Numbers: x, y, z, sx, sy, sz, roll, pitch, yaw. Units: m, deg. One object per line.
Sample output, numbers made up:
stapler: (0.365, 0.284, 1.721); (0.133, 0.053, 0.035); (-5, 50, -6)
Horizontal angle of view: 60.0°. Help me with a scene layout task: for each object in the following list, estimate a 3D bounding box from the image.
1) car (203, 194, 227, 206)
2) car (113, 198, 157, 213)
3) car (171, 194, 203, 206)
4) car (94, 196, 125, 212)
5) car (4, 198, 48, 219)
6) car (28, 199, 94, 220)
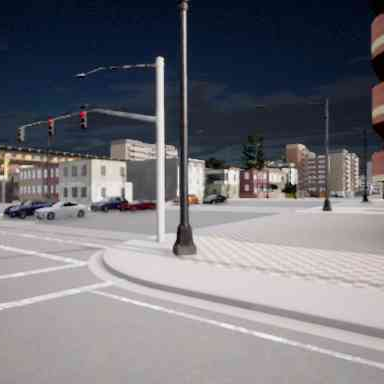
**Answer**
car: (3.322, 1.141, 48.382); (1.837, 1.490, 4.892); (0, 1, 37)
car: (-5.797, 1.509, 36.127); (1.895, 1.301, 4.718); (0, 1, 37)
car: (-0.968, 1.058, 48.486); (2.097, 1.767, 4.553); (0, 1, 37)
car: (-9.200, 1.300, 37.407); (2.097, 1.767, 4.553); (0, 1, 37)
car: (-14.486, 1.425, 30.286); (2.097, 1.767, 4.553); (0, 0, 37)
car: (-11.238, 1.564, 28.818); (1.812, 1.442, 4.674); (-1, 0, 37)
